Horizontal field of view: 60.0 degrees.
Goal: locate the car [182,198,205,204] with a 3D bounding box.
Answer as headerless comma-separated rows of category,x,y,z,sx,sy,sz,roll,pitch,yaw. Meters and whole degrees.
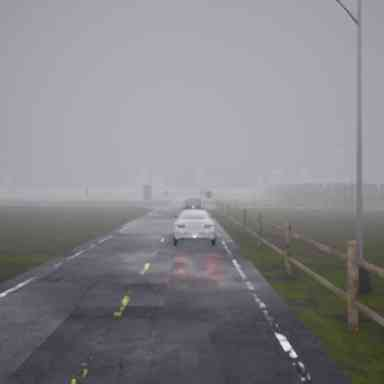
car,0.109,1.324,31.004,2.097,1.767,4.553,0,0,0

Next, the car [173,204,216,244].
car,0.103,1.515,15.539,1.812,1.442,4.674,0,0,0
